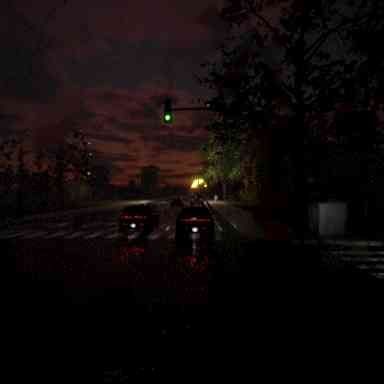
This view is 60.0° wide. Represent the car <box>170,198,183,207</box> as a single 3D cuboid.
[{"bbox_3d":[-2.431,1.692,54.139,1.994,1.385,4.181,0,0,1],"label":"car"}]

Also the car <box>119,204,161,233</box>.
[{"bbox_3d":[-3.044,1.516,19.896,1.837,1.490,4.892,0,0,1],"label":"car"}]

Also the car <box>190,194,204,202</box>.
[{"bbox_3d":[0.810,1.347,53.718,2.150,2.045,5.566,0,0,1],"label":"car"}]

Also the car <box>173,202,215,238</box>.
[{"bbox_3d":[0.168,1.493,17.585,1.837,1.490,4.892,0,-1,1],"label":"car"}]
